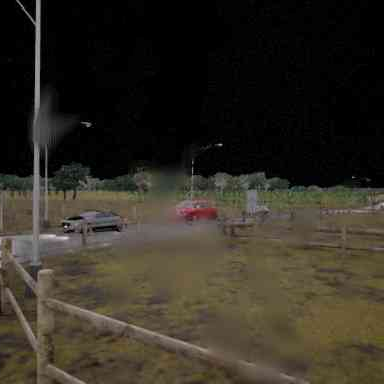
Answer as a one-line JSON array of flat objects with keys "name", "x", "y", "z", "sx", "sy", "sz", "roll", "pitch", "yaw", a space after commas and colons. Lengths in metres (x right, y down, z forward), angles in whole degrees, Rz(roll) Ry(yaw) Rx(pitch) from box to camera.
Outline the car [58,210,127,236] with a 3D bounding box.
[{"name": "car", "x": -5.981, "y": 1.830, "z": 20.405, "sx": 1.994, "sy": 1.385, "sz": 4.181, "roll": 1, "pitch": -1, "yaw": 35}]

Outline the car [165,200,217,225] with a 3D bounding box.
[{"name": "car", "x": 0.091, "y": 1.718, "z": 29.026, "sx": 2.150, "sy": 2.045, "sz": 5.566, "roll": 1, "pitch": -1, "yaw": 36}]

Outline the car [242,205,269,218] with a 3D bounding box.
[{"name": "car", "x": 7.712, "y": 2.322, "z": 39.848, "sx": 1.837, "sy": 1.490, "sz": 4.892, "roll": 1, "pitch": -1, "yaw": 35}]
